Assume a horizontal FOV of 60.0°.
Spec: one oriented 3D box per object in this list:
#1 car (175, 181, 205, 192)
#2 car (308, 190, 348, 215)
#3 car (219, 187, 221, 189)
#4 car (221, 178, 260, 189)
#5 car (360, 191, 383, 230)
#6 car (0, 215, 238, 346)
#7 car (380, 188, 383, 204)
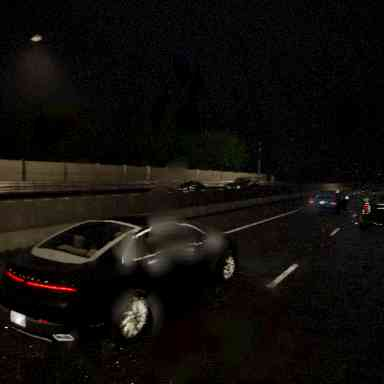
[{"bbox_3d":[-0.139,-0.591,40.725,1.837,1.490,4.892,3,3,32],"label":"car"},{"bbox_3d":[9.067,0.600,21.975,2.033,1.411,5.357,3,3,32],"label":"car"},{"bbox_3d":[5.304,-0.533,42.897,2.033,1.411,5.357,3,3,32],"label":"car"},{"bbox_3d":[5.782,-0.560,36.991,2.150,2.045,5.566,3,3,32],"label":"car"},{"bbox_3d":[9.090,0.751,15.332,2.097,1.767,4.553,3,4,32],"label":"car"},{"bbox_3d":[-0.782,1.173,5.987,1.837,1.490,4.892,3,3,32],"label":"car"},{"bbox_3d":[19.182,0.376,31.732,1.895,1.301,4.718,3,3,32],"label":"car"}]
